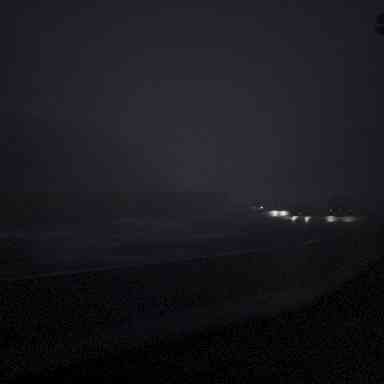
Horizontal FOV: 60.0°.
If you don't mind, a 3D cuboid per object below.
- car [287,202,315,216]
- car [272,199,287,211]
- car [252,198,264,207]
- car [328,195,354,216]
[{"bbox_3d":[11.658,1.708,34.672,2.033,1.411,5.357,0,0,26],"label":"car"},{"bbox_3d":[12.010,1.698,44.918,2.128,1.511,4.902,0,0,17],"label":"car"},{"bbox_3d":[11.245,1.809,57.155,2.033,1.411,5.357,0,0,8],"label":"car"},{"bbox_3d":[15.750,1.386,35.223,2.150,2.045,5.566,0,0,24],"label":"car"}]
